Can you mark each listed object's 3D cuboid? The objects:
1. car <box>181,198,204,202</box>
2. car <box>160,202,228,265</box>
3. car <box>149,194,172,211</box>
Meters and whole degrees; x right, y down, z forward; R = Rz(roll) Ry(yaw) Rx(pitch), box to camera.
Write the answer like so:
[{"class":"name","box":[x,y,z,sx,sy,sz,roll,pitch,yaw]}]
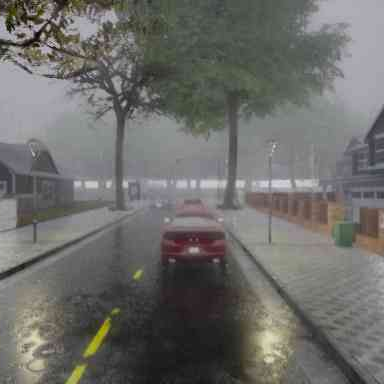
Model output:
[{"class":"car","box":[0.040,1.132,26.937,1.994,1.385,4.181,0,1,0]},{"class":"car","box":[0.065,1.313,11.076,1.882,1.535,5.008,0,1,0]},{"class":"car","box":[-2.887,0.976,31.550,2.128,1.511,4.902,0,1,0]}]
